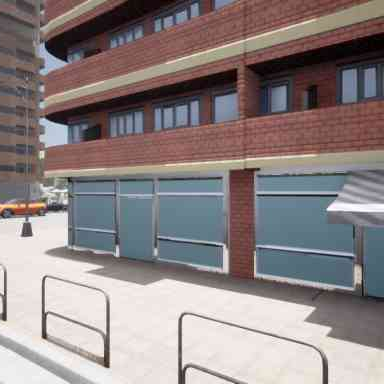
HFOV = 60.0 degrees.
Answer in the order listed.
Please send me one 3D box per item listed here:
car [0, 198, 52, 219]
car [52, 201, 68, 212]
[{"bbox_3d":[-15.480,1.352,29.729,2.097,1.767,4.553,0,0,36],"label":"car"},{"bbox_3d":[-15.369,1.601,35.814,1.895,1.301,4.718,0,0,36],"label":"car"}]
